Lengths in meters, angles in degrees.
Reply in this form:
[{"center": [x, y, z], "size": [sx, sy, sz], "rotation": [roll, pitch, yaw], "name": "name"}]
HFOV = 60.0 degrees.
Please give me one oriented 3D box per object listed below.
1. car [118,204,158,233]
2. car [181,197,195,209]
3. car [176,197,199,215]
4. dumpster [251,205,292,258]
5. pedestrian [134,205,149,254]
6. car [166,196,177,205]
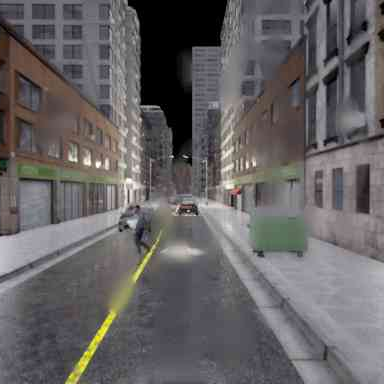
[{"center": [-3.107, 1.491, 19.773], "size": [2.128, 1.511, 4.902], "rotation": [0, 0, -1], "name": "car"}, {"center": [-0.516, 1.525, 46.157], "size": [1.837, 1.490, 4.892], "rotation": [0, 0, -1], "name": "car"}, {"center": [-0.352, 1.512, 33.403], "size": [1.837, 1.490, 4.892], "rotation": [0, 0, -1], "name": "car"}, {"center": [2.858, 1.394, 12.244], "size": [1.020, 1.700, 1.940], "rotation": [0, 0, -1], "name": "dumpster"}, {"center": [-1.871, 1.293, 12.008], "size": [0.375, 1.860, 0.375], "rotation": [-1, 1, -15], "name": "pedestrian"}, {"center": [-3.602, 1.543, 59.643], "size": [1.837, 1.490, 4.892], "rotation": [0, 0, 0], "name": "car"}]
